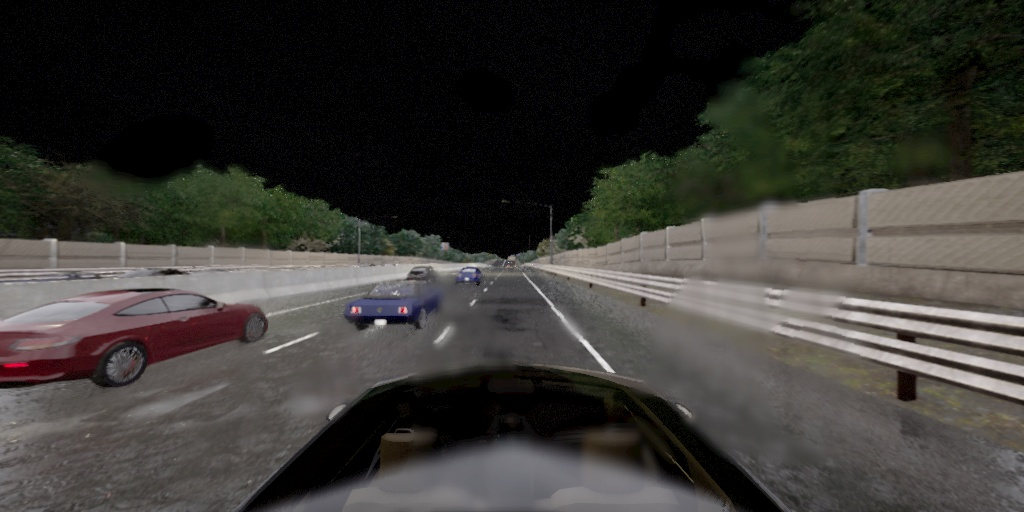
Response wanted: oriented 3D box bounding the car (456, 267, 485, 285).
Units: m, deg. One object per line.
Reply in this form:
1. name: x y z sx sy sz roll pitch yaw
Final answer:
1. car: -3.409 1.601 29.403 1.812 1.442 4.674 0 -1 0

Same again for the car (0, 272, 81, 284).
1. car: -24.605 1.552 19.652 1.895 1.301 4.718 0 -1 0

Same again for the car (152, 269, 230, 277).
1. car: -17.605 1.529 20.753 1.994 1.385 4.181 0 -1 0

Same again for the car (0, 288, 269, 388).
1. car: -6.905 1.332 6.872 1.812 1.442 4.674 0 -1 0

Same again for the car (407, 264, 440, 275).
1. car: -6.909 1.567 28.403 1.837 1.490 4.892 0 -1 0

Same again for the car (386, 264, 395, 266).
1. car: -21.032 2.084 61.910 1.812 1.442 4.674 0 -1 0

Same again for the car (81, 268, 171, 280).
1. car: -21.104 1.471 20.886 1.837 1.490 4.892 0 -1 0

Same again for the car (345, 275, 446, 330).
1. car: -3.404 1.459 11.523 1.895 1.301 4.718 0 -1 0
